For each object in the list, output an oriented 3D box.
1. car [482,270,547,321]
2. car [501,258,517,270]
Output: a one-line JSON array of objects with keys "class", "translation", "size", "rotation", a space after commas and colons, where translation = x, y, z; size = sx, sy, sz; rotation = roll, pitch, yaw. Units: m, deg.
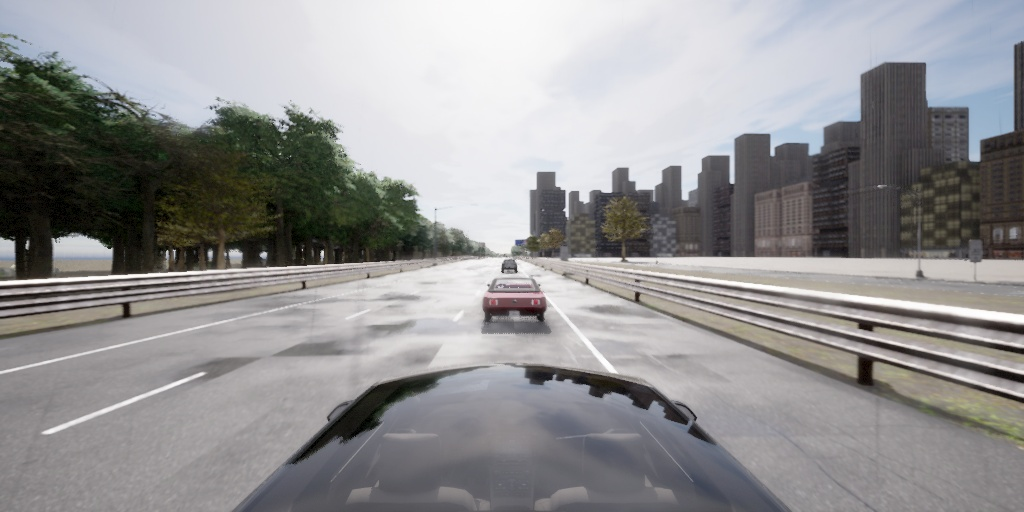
[{"class": "car", "translation": [0.067, 1.351, 12.421], "size": [1.895, 1.301, 4.718], "rotation": [0, 0, 0]}, {"class": "car", "translation": [-0.335, 1.100, 44.696], "size": [2.033, 1.649, 4.856], "rotation": [0, 0, -1]}]
